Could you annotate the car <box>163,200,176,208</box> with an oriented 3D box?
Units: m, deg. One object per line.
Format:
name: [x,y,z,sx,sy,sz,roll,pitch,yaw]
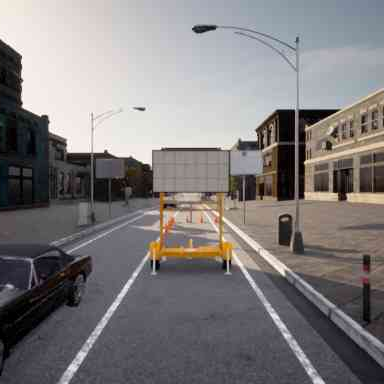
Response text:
car: [-3.236,1.728,47.667,1.895,1.301,4.718,0,-2,0]

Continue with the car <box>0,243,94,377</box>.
car: [-3.115,1.587,5.181,1.895,1.301,4.718,0,0,0]

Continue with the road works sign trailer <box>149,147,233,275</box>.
road works sign trailer: [-0.029,0.431,10.329,2.380,3.560,2.880,0,0,0]
